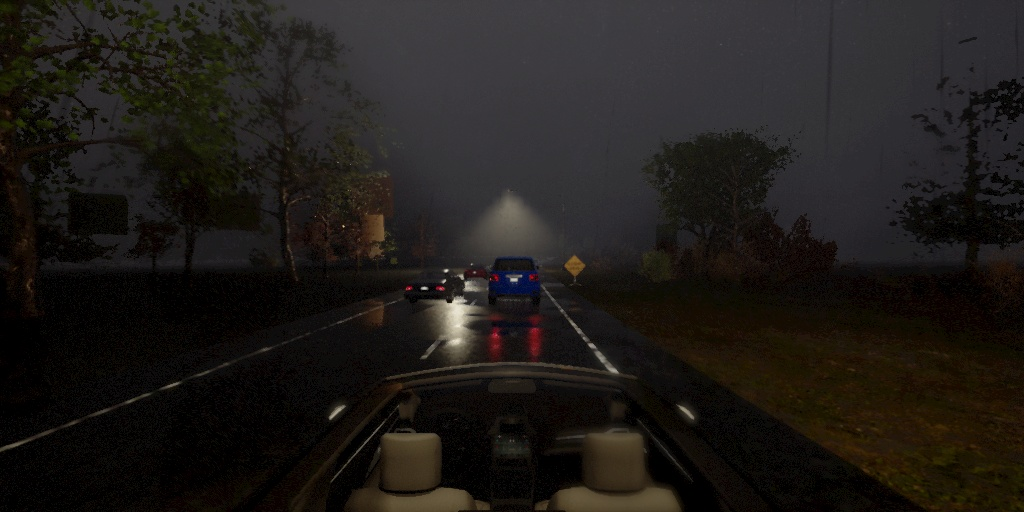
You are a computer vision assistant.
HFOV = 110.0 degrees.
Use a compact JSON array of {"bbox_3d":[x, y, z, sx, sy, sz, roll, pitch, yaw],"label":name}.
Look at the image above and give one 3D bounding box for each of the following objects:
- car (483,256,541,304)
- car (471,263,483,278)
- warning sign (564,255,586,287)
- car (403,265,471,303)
[{"bbox_3d":[0.123,1.009,16.474,2.150,2.045,5.566,0,0,1],"label":"car"},{"bbox_3d":[-3.008,1.327,31.524,1.994,1.385,4.181,0,0,2],"label":"car"},{"bbox_3d":[3.770,0.866,21.516,1.300,1.860,1.060,0,0,1],"label":"warning sign"},{"bbox_3d":[-3.378,1.315,16.500,2.033,1.411,5.357,0,0,1],"label":"car"}]
